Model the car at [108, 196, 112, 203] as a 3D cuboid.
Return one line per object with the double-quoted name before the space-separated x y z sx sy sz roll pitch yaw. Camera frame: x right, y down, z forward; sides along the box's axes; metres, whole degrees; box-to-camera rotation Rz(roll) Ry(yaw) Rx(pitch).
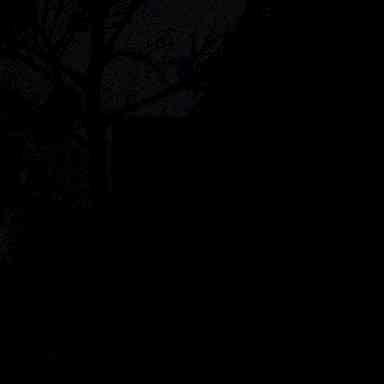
"car" -16.215 1.480 64.373 1.882 1.535 5.008 2 0 13
